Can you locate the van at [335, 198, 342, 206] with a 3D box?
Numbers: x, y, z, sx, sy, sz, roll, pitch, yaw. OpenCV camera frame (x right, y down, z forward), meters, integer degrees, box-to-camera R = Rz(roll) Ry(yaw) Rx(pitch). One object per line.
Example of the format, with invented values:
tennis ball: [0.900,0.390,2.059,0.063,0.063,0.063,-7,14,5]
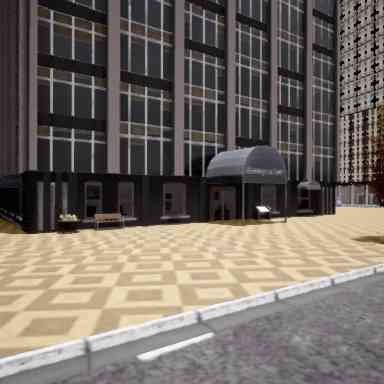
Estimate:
van: [27.298,1.973,64.885,1.690,1.788,3.998,-1,-1,-22]

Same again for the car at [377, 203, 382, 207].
car: [37.181,2.127,62.815,1.947,1.339,4.313,-1,-1,-22]
